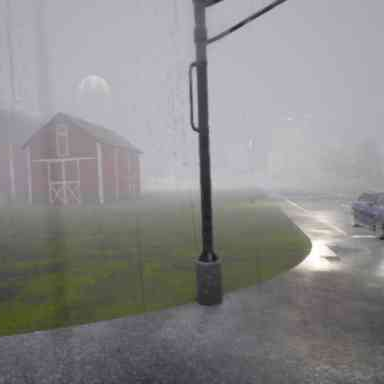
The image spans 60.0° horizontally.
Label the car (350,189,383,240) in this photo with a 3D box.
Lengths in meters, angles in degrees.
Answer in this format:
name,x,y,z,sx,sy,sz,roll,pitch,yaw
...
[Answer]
name,x,y,z,sx,sy,sz,roll,pitch,yaw
car,7.729,0.710,12.773,2.097,1.767,4.553,-2,2,10
